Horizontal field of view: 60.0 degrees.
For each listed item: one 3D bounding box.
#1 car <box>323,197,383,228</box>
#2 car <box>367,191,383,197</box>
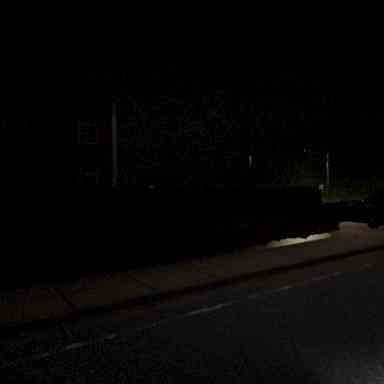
[{"bbox_3d":[9.784,1.240,19.986,2.128,1.511,4.902,-1,1,-35],"label":"car"},{"bbox_3d":[12.865,0.922,22.031,2.150,2.045,5.566,-1,1,-35],"label":"car"}]
